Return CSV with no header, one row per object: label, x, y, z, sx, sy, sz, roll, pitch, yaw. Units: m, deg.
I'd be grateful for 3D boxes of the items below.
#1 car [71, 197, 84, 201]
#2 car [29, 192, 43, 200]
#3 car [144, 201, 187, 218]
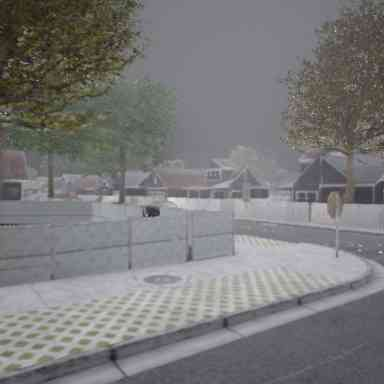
car,-16.115,1.468,46.795,2.033,1.411,5.357,1,0,-36
car,-38.263,1.295,82.528,2.128,1.511,4.902,1,0,-36
car,-2.157,1.510,27.132,1.882,1.535,5.008,1,0,-36
